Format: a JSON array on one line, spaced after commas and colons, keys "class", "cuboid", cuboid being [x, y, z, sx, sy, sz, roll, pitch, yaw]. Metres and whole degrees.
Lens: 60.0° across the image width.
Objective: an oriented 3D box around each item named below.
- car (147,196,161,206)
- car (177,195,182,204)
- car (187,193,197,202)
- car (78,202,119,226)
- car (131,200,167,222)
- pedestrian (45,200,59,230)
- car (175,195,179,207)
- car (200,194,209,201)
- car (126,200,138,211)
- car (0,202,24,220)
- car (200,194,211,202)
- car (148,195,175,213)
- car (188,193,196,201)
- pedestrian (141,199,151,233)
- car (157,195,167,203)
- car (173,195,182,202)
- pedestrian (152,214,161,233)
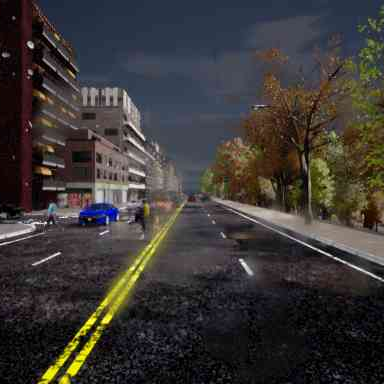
[{"class": "car", "cuboid": [-6.591, 1.519, 57.652, 1.837, 1.490, 4.892, 0, 0, 0]}, {"class": "car", "cuboid": [-3.325, 1.366, 61.173, 2.097, 1.767, 4.553, 0, 0, 0]}, {"class": "car", "cuboid": [-0.012, 1.492, 74.137, 1.882, 1.535, 5.008, 0, 0, 0]}, {"class": "car", "cuboid": [-6.616, 1.534, 24.042, 1.882, 1.535, 5.008, 0, 0, 0]}, {"class": "car", "cuboid": [-3.366, 1.609, 26.789, 1.994, 1.385, 4.181, 0, 0, 0]}, {"class": "pedestrian", "cuboid": [-7.992, 1.296, 19.008, 0.375, 1.860, 0.375, 0, 0, 0]}, {"class": "car", "cuboid": [-3.354, 1.571, 47.361, 1.994, 1.385, 4.181, 0, 0, 0]}, {"class": "car", "cuboid": [3.236, 1.295, 84.524, 2.097, 1.767, 4.553, 0, 0, 0]}, {"class": "car", "cuboid": [-6.606, 1.606, 40.098, 1.895, 1.301, 4.718, 0, 0, 0]}, {"class": "car", "cuboid": [-17.962, 1.696, 30.231, 5.008, 1.535, 1.882, -1, 0, 0]}, {"class": "car", "cuboid": [3.237, 1.514, 74.138, 1.837, 1.490, 4.892, 0, 0, 0]}, {"class": "car", "cuboid": [-3.362, 1.376, 37.126, 2.097, 1.767, 4.553, 0, 0, 0]}, {"class": "car", "cuboid": [-0.015, 1.165, 84.583, 2.150, 2.045, 5.566, 0, 0, 0]}, {"class": "pedestrian", "cuboid": [-2.492, 1.295, 17.807, 0.375, 1.860, 0.375, 0, 0, 0]}, {"class": "car", "cuboid": [-6.513, 1.498, 72.978, 1.882, 1.535, 5.008, 0, 0, 0]}, {"class": "car", "cuboid": [-3.264, 1.493, 76.337, 1.837, 1.490, 4.892, 0, 0, 0]}, {"class": "pedestrian", "cuboid": [-1.920, 1.675, 18.408, 0.500, 1.100, 0.500, 0, 0, 0]}]
